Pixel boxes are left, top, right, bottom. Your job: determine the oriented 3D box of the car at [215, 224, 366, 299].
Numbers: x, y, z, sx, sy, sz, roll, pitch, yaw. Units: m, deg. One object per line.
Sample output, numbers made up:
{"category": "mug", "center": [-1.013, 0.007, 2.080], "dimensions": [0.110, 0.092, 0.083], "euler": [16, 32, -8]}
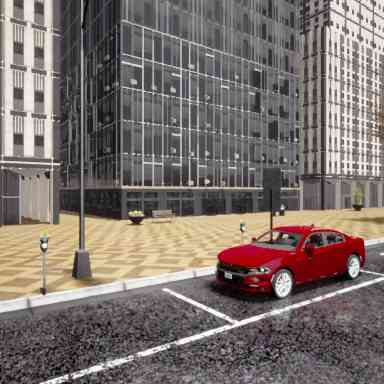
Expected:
{"category": "car", "center": [2.606, 1.545, 8.422], "dimensions": [4.507, 1.381, 1.887], "euler": [0, 0, -36]}
